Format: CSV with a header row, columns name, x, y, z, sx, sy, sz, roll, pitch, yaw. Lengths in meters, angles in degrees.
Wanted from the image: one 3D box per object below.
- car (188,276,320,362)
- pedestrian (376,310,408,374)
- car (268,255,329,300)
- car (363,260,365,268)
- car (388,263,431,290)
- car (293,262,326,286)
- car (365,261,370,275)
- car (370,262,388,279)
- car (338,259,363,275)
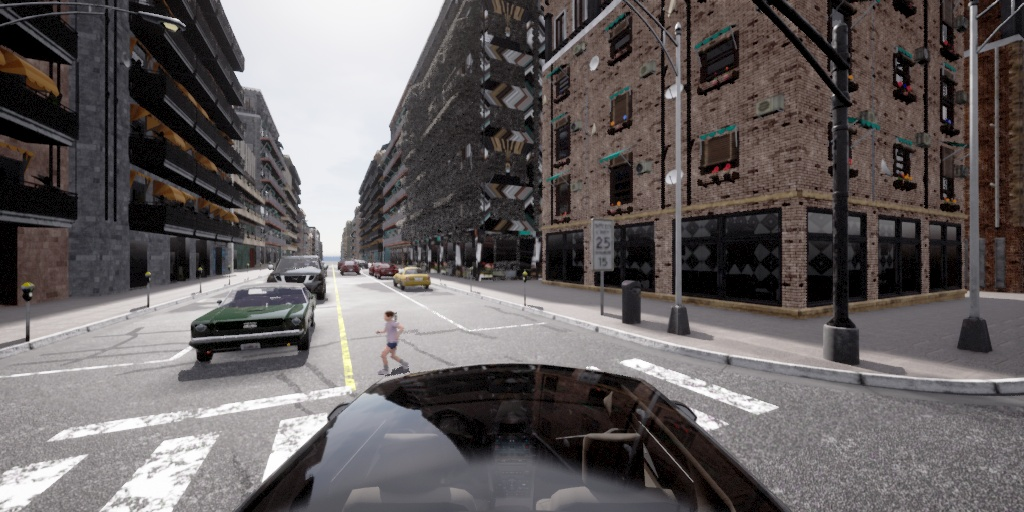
name,x,y,z,sx,sy,sz,roll,pitch,yaw
car,-5.813,1.351,8.563,1.895,1.301,4.718,0,0,-27
pedestrian,-2.013,1.424,6.095,0.500,1.100,0.500,0,0,-27
car,-10.256,0.976,17.386,2.150,2.045,5.566,0,0,-26
car,-24.139,1.375,57.779,2.007,1.370,4.403,0,0,-27
car,-6.373,1.281,22.540,1.751,1.417,4.829,0,0,-27
car,-14.758,1.243,26.322,1.882,1.535,5.008,0,0,-26
car,-13.942,1.326,37.554,1.888,1.381,4.507,0,0,-27
car,-11.394,1.316,32.498,1.888,1.381,4.507,0,0,-27
car,-18.169,1.315,40.208,1.812,1.442,4.674,0,0,-27
